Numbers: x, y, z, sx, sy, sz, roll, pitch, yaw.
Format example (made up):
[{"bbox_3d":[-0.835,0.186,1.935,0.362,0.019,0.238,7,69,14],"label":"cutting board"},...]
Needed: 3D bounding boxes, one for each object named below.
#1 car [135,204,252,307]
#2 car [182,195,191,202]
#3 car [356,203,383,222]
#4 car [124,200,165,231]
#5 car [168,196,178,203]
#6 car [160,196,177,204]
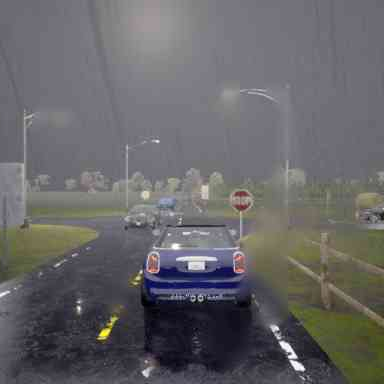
[{"bbox_3d":[0.072,1.350,8.128,2.097,1.767,4.553,0,0,0],"label":"car"},{"bbox_3d":[-1.293,1.466,73.668,2.128,1.511,4.902,0,0,-2],"label":"car"},{"bbox_3d":[14.661,1.487,24.294,4.902,1.511,2.128,0,0,9],"label":"car"},{"bbox_3d":[-2.959,1.506,20.695,1.837,1.490,4.892,0,0,-1],"label":"car"},{"bbox_3d":[-3.905,1.549,69.489,1.895,1.301,4.718,0,0,-2],"label":"car"},{"bbox_3d":[-3.289,1.457,42.577,1.882,1.535,5.008,0,0,-1],"label":"car"}]
